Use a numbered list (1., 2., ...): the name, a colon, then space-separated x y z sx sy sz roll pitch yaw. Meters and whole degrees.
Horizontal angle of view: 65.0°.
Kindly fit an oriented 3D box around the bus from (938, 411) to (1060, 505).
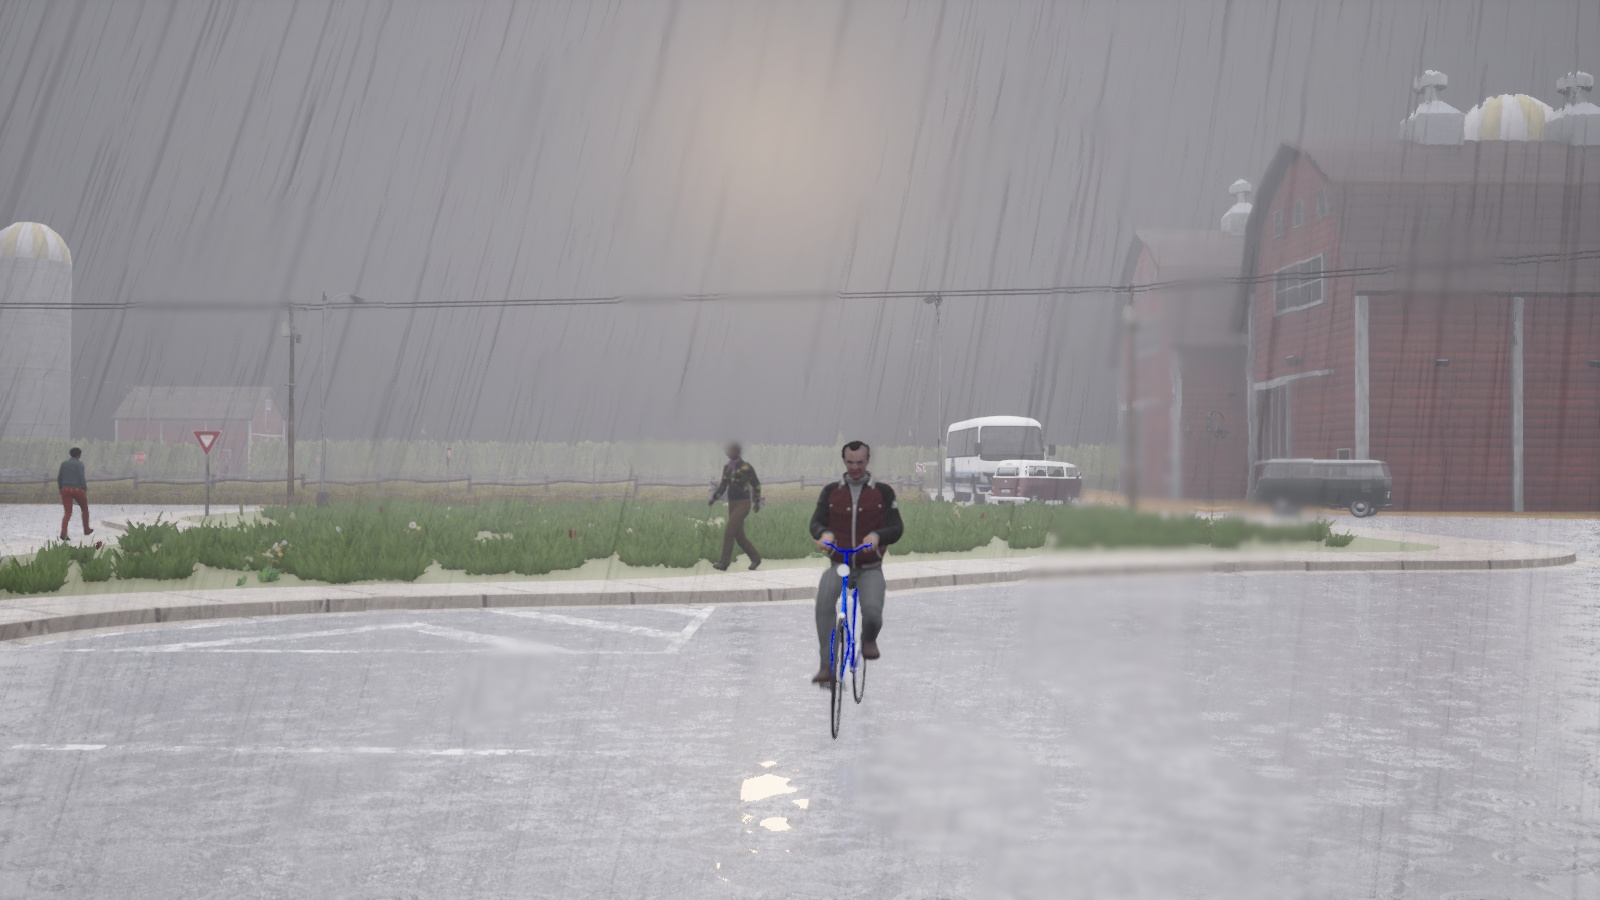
1. bus: 9.646 0.443 62.323 3.944 4.253 10.273 0 -1 -3

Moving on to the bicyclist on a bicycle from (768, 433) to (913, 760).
1. bicyclist on a bicycle: 0.301 0.815 7.802 0.659 1.776 1.843 1 -1 9

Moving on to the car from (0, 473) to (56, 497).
1. car: -52.123 2.326 83.699 2.128 1.511 4.902 0 -1 0

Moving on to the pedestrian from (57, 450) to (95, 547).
1. pedestrian: -14.047 0.934 24.365 0.353 1.847 0.614 0 -1 1

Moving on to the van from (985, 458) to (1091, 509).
1. van: 9.931 1.368 52.320 4.480 2.038 2.069 1 -2 -43

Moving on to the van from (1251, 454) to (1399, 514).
1. van: 18.207 1.167 43.605 4.442 1.987 1.775 -1 -1 34

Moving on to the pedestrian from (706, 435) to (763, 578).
1. pedestrian: -0.906 0.765 17.373 0.395 1.930 0.692 -1 -1 43

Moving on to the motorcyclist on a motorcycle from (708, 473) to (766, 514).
1. motorcyclist on a motorcycle: -2.398 1.664 48.068 2.191 1.530 0.866 0 -1 0
